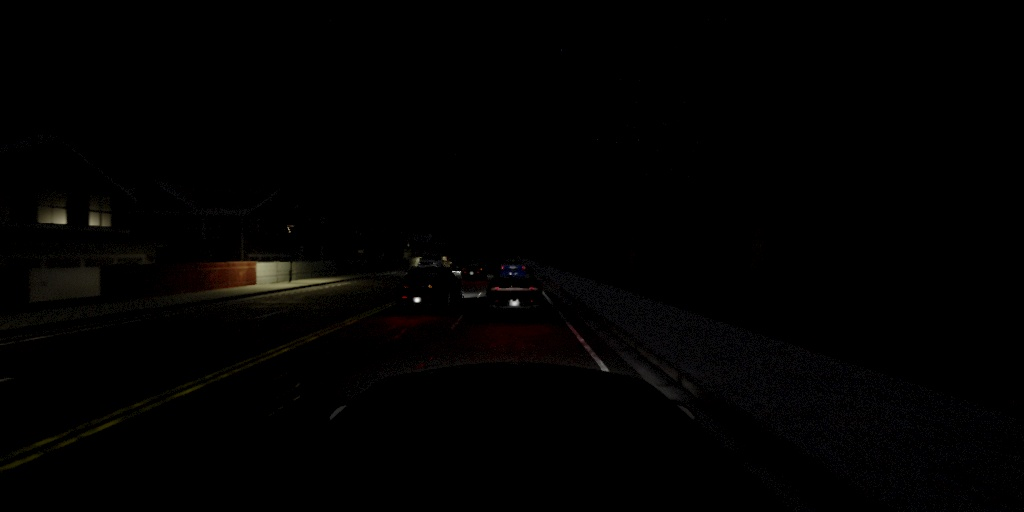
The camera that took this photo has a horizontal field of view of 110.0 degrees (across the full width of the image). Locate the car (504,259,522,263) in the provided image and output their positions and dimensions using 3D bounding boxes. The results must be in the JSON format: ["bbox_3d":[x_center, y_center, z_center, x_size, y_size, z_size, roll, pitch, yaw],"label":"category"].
[{"bbox_3d":[0.088,0.990,29.179,2.097,1.767,4.553,0,0,0],"label":"car"}]

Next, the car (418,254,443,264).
[{"bbox_3d":[-9.836,0.800,43.696,2.150,2.045,5.566,0,0,0],"label":"car"}]

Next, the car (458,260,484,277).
[{"bbox_3d":[-3.158,1.158,30.405,1.812,1.442,4.674,0,0,0],"label":"car"}]

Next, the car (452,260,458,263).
[{"bbox_3d":[-6.581,1.137,45.156,1.994,1.385,4.181,0,0,0],"label":"car"}]

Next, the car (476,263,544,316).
[{"bbox_3d":[0.085,1.195,13.100,2.128,1.511,4.902,0,0,0],"label":"car"}]

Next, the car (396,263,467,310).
[{"bbox_3d":[-3.163,1.203,14.404,1.837,1.490,4.892,0,0,0],"label":"car"}]
